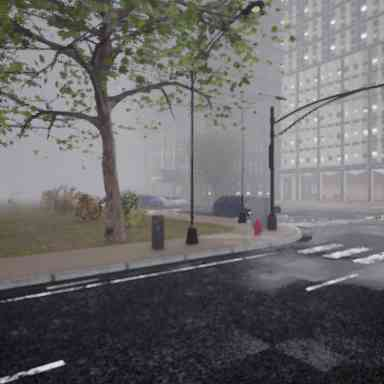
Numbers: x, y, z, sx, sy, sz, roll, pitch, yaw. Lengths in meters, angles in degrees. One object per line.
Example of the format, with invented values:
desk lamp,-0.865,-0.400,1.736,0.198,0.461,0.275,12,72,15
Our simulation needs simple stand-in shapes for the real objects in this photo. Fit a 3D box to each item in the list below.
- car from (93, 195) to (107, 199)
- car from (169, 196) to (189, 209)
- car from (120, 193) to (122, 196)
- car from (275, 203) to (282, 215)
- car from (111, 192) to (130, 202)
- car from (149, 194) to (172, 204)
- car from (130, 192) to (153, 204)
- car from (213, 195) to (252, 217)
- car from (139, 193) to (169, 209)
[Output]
car,-16.192,1.179,55.174,1.994,1.385,4.181,0,0,-34
car,-2.164,1.175,39.870,1.812,1.442,4.674,0,1,-34
car,-13.439,1.093,56.903,1.882,1.535,5.008,0,0,-34
car,5.421,1.150,28.524,1.882,1.535,5.008,0,0,-34
car,-13.603,0.956,62.998,2.097,1.767,4.553,0,0,-34
car,-5.358,1.153,56.515,1.812,1.442,4.674,0,0,-34
car,-8.537,0.974,55.461,2.097,1.767,4.553,0,0,-34
car,3.586,1.025,25.426,2.097,1.767,4.553,0,0,-34
car,-4.973,1.122,38.225,1.882,1.535,5.008,0,0,-34
